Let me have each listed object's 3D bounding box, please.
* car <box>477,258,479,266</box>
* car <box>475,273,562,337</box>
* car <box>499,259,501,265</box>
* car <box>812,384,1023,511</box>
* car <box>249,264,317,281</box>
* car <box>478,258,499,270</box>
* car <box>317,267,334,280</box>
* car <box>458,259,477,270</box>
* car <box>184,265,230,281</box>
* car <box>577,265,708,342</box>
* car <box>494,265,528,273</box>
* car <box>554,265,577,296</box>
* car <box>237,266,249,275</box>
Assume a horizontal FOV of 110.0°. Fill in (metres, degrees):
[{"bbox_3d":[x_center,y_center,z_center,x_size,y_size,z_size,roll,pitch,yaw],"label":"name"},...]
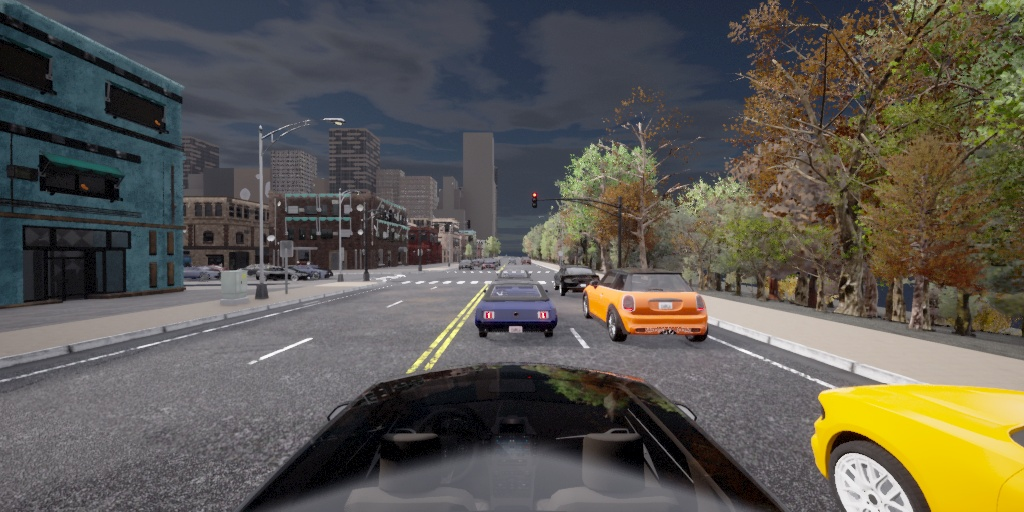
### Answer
[{"bbox_3d":[-6.552,1.296,61.929,1.994,1.385,4.181,0,0,0],"label":"car"},{"bbox_3d":[0.103,1.349,10.219,1.895,1.301,4.718,0,0,0],"label":"car"},{"bbox_3d":[-3.300,1.280,61.568,2.033,1.411,5.357,0,0,0],"label":"car"},{"bbox_3d":[3.348,1.228,0.812,1.882,1.535,5.008,0,0,0],"label":"car"},{"bbox_3d":[-19.935,1.561,31.336,4.313,1.339,1.948,0,0,0],"label":"car"},{"bbox_3d":[-3.317,1.300,52.047,1.994,1.385,4.181,0,0,0],"label":"car"},{"bbox_3d":[-19.314,1.525,34.043,4.181,1.385,1.994,-1,1,0],"label":"car"},{"bbox_3d":[-6.569,1.241,51.957,1.837,1.490,4.892,0,0,0],"label":"car"},{"bbox_3d":[-29.550,1.642,34.052,4.181,1.385,1.994,-1,1,-1],"label":"car"},{"bbox_3d":[3.350,1.101,9.940,2.097,1.767,4.553,0,0,0],"label":"car"},{"bbox_3d":[0.108,1.347,19.381,1.895,1.301,4.718,0,0,0],"label":"car"},{"bbox_3d":[3.357,1.224,19.223,1.882,1.535,5.008,0,0,1],"label":"car"},{"bbox_3d":[-28.264,1.556,39.852,4.403,1.370,2.007,0,0,0],"label":"car"}]
